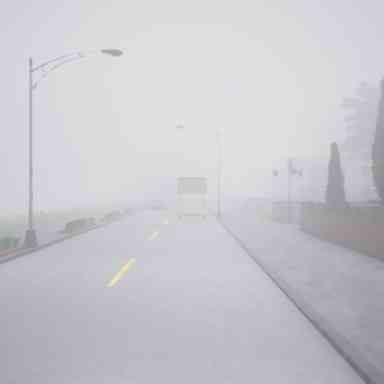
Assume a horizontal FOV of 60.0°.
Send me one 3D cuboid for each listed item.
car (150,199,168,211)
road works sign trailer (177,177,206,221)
[{"bbox_3d":[-4.086,1.627,41.680,2.033,1.411,5.357,0,0,0],"label":"car"},{"bbox_3d":[0.004,0.517,27.711,2.380,3.560,2.880,0,0,0],"label":"road works sign trailer"}]
